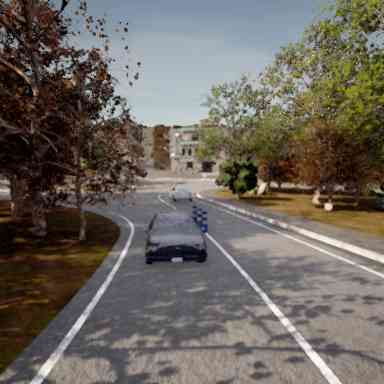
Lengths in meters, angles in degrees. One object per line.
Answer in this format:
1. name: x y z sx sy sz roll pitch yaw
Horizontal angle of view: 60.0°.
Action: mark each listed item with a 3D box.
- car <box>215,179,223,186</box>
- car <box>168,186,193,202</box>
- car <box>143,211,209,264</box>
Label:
1. car: 6.215 -1.780 55.584 4.892 1.490 1.837 -3 3 -29
2. car: -1.237 0.103 34.366 1.812 1.442 4.674 -1 5 -12
3. car: -0.673 1.417 11.786 2.033 1.411 5.357 0 1 -6
